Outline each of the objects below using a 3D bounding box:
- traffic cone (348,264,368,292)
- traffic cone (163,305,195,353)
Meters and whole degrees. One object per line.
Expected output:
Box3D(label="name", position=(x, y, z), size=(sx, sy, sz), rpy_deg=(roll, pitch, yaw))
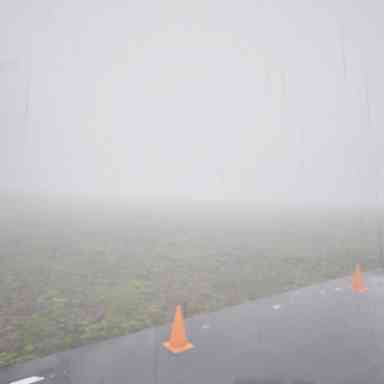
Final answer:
Box3D(label="traffic cone", position=(3.878, 1.974, 7.776), size=(0.340, 0.580, 0.340), rpy_deg=(0, 0, -36))
Box3D(label="traffic cone", position=(-0.192, 1.962, 4.871), size=(0.340, 0.580, 0.340), rpy_deg=(0, 0, -36))
